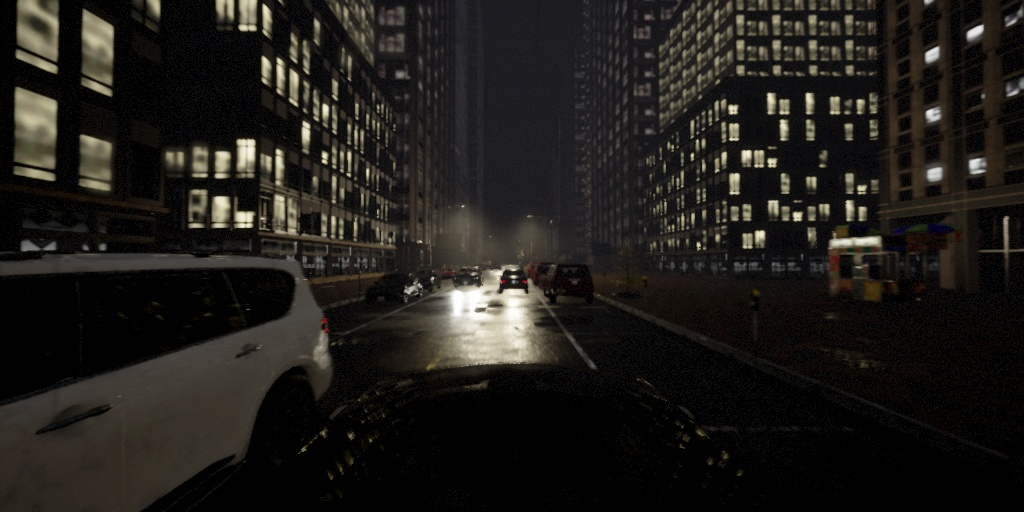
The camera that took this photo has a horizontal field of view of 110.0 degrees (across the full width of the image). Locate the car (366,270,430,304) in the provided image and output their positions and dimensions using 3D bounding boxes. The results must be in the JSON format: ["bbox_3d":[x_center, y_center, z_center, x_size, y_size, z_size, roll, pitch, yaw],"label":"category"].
[{"bbox_3d":[-5.693,1.513,17.810,1.948,1.339,4.313,0,0,0],"label":"car"}]

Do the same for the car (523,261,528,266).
[{"bbox_3d":[2.685,1.531,39.968,2.192,1.841,5.009,0,0,0],"label":"car"}]

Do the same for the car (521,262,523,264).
[{"bbox_3d":[2.683,1.902,51.046,2.007,1.370,4.403,0,0,0],"label":"car"}]

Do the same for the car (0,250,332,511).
[{"bbox_3d":[-3.098,0.973,1.799,2.150,2.045,5.566,0,-1,0],"label":"car"}]

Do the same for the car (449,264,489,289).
[{"bbox_3d":[-3.104,1.544,26.419,2.128,1.511,4.902,0,-1,0],"label":"car"}]

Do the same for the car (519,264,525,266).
[{"bbox_3d":[0.094,1.813,39.590,1.895,1.301,4.718,0,-1,0],"label":"car"}]

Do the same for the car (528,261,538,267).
[{"bbox_3d":[2.686,1.397,28.891,2.192,1.841,5.009,0,0,0],"label":"car"}]

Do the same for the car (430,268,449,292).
[{"bbox_3d":[-5.694,1.566,23.349,2.007,1.370,4.403,0,0,0],"label":"car"}]

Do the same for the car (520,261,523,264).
[{"bbox_3d":[2.682,1.944,56.755,1.751,1.417,4.829,0,0,0],"label":"car"}]

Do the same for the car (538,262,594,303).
[{"bbox_3d":[2.688,1.262,17.812,2.192,1.841,5.009,0,0,0],"label":"car"}]

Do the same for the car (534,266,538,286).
[{"bbox_3d":[2.687,1.560,23.351,1.888,1.381,4.507,0,0,0],"label":"car"}]

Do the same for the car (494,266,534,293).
[{"bbox_3d":[0.101,1.559,23.054,2.033,1.411,5.357,0,-1,0],"label":"car"}]
